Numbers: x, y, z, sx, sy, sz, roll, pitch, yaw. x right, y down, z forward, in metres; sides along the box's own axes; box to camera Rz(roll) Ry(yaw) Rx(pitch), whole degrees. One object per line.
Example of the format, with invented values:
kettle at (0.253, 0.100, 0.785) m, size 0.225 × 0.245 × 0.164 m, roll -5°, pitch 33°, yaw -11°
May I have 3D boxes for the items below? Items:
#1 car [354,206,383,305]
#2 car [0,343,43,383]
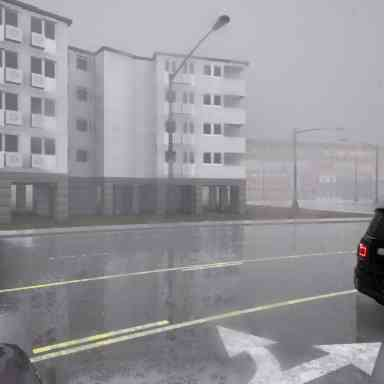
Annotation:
car at (5.671, 1.221, 6.277) m, size 5.566 × 2.045 × 2.150 m, roll 0°, pitch 0°, yaw -23°
car at (-3.341, 1.547, 1.221) m, size 5.357 × 1.411 × 2.033 m, roll 0°, pitch 0°, yaw -37°
